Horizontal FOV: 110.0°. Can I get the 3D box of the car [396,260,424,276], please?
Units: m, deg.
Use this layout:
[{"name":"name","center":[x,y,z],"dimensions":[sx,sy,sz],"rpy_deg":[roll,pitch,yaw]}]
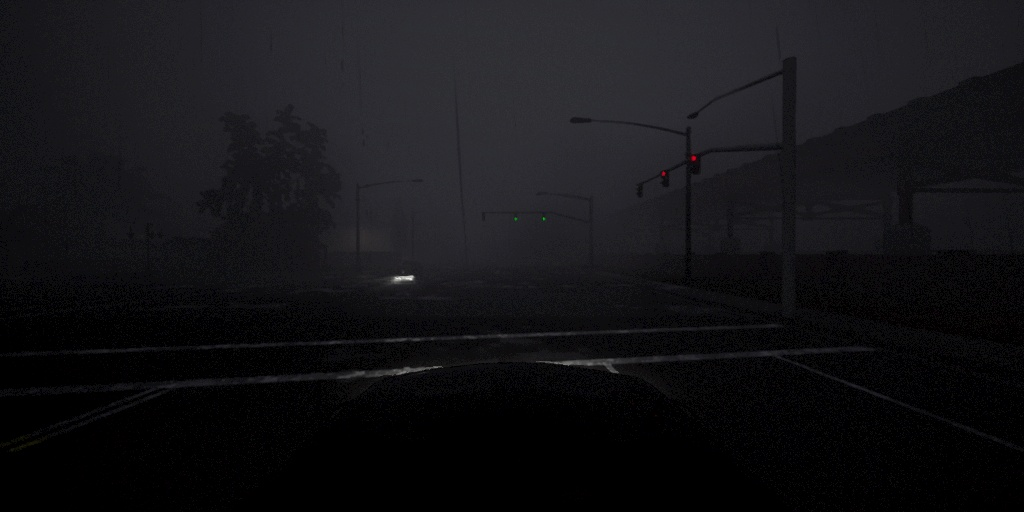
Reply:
[{"name":"car","center":[-10.474,1.238,36.978],"dimensions":[2.128,1.511,4.902],"rpy_deg":[0,1,0]}]
